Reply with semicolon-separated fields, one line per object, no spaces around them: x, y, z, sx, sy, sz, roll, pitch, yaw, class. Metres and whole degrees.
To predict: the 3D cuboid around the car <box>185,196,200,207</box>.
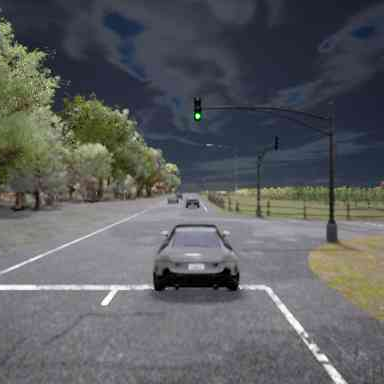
0.098;1.403;48.081;1.837;1.490;4.892;0;1;0;car

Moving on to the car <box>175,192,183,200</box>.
-3.501;1.033;85.373;2.150;2.045;5.566;0;0;0;car

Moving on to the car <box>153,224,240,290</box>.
0.099;1.547;9.036;1.994;1.385;4.181;0;0;0;car

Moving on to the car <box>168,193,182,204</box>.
-3.401;1.354;61.955;2.128;1.511;4.902;0;0;0;car
